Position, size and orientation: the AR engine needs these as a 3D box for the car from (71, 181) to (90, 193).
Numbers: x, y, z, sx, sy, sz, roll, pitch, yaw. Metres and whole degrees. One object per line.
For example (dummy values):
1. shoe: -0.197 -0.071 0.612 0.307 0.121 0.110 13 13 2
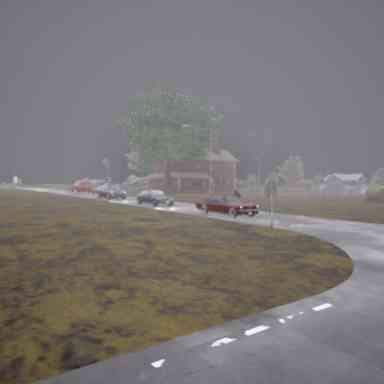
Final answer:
1. car: -18.918 -0.897 56.921 2.150 2.045 5.566 0 2 -36

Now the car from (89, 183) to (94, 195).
1. car: -13.232 -0.266 49.071 1.812 1.442 4.674 0 2 -35

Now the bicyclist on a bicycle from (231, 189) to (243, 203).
1. bicyclist on a bicycle: 4.036 0.572 30.233 1.656 1.620 0.582 0 2 -36

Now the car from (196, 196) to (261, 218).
1. car: 2.328 0.933 22.334 1.895 1.301 4.718 0 2 -36

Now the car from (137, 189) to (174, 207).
1. car: -3.458 0.489 30.425 1.812 1.442 4.674 0 2 -36

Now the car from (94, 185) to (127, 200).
1. car: -9.306 -0.048 38.606 2.097 1.767 4.553 0 2 -36
